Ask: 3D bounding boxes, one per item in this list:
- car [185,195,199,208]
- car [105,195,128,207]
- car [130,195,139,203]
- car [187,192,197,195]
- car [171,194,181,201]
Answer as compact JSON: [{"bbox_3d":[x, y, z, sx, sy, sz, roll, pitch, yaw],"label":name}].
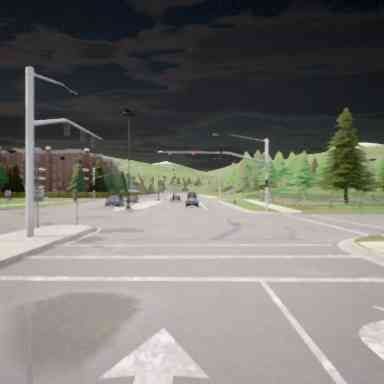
[{"bbox_3d":[0.004,1.516,47.671,1.895,1.301,4.718,0,0,0],"label":"car"},{"bbox_3d":[-11.550,1.264,49.784,2.097,1.767,4.553,0,0,1],"label":"car"},{"bbox_3d":[-11.495,1.391,64.505,1.837,1.490,4.892,0,0,0],"label":"car"},{"bbox_3d":[0.006,0.933,73.106,2.150,2.045,5.566,0,0,0],"label":"car"},{"bbox_3d":[-3.494,1.233,73.075,2.128,1.511,4.902,0,0,0],"label":"car"}]
